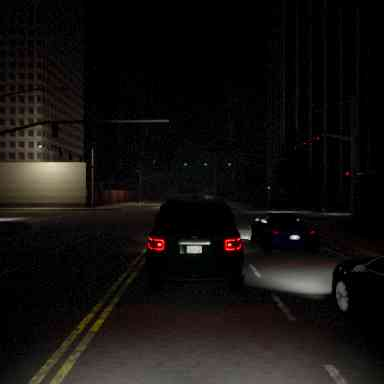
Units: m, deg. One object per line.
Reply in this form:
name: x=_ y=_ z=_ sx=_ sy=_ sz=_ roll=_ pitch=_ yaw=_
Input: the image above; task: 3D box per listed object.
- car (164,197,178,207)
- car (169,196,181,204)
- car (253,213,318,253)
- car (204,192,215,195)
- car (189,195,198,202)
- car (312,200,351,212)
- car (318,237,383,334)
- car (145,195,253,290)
car: x=-3.313 y=1.505 z=52.691 sx=1.837 sy=1.490 sz=4.892 roll=0 pitch=0 yaw=0
car: x=-3.221 y=1.478 z=63.029 sx=1.882 sy=1.535 sz=5.008 roll=0 pitch=0 yaw=1
car: x=3.643 y=1.564 z=13.702 sx=1.994 sy=1.385 sz=4.181 roll=0 pitch=0 yaw=1
car: x=3.893 y=1.083 z=73.870 sx=2.150 sy=2.045 sz=5.566 roll=0 pitch=0 yaw=0
car: x=0.393 y=1.358 z=73.859 sx=1.837 sy=1.490 sz=4.892 roll=0 pitch=0 yaw=0
car: x=15.822 y=1.545 z=36.608 sx=4.718 sy=1.301 sz=1.895 roll=0 pitch=0 yaw=0
car: x=3.620 y=1.505 z=4.573 sx=1.837 sy=1.490 sz=4.892 roll=0 pitch=0 yaw=0
car: x=0.091 y=1.222 z=9.225 sx=2.150 sy=2.045 sz=5.566 roll=0 pitch=0 yaw=1
